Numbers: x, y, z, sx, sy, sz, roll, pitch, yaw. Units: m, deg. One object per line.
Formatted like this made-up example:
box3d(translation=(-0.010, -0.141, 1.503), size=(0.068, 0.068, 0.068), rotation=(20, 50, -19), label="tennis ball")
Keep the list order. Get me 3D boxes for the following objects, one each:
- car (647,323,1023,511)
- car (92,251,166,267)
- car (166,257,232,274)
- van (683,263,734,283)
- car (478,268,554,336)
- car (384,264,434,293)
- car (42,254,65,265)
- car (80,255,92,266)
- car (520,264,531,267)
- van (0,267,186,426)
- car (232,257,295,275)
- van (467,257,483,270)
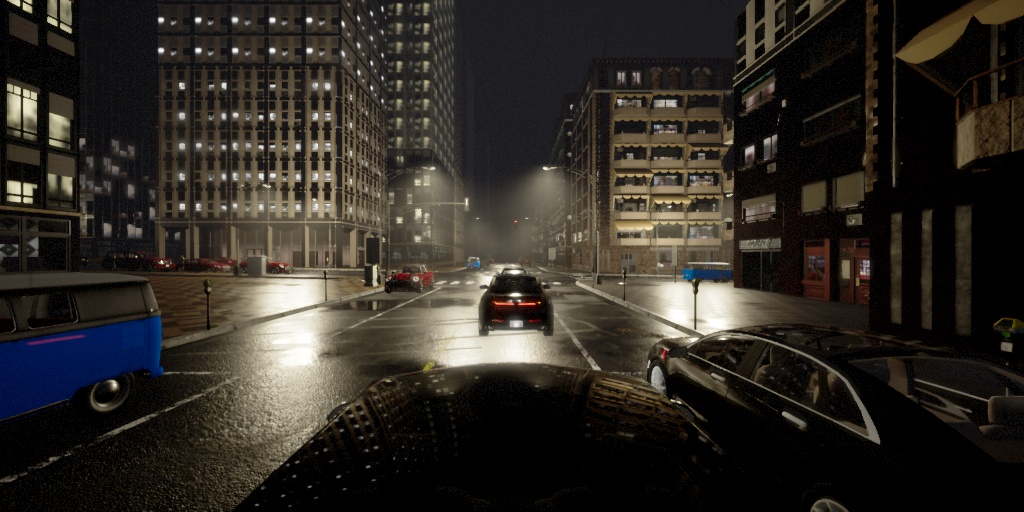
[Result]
box3d(translation=(2.692, 1.300, 3.280), size=(2.007, 1.370, 4.403), rotation=(0, 0, 0), label="car")
box3d(translation=(-32.292, 0.482, 30.971), size=(5.009, 1.841, 2.192), rotation=(0, 0, 0), label="car")
box3d(translation=(-26.718, 0.857, 30.983), size=(4.207, 1.307, 1.802), rotation=(0, 0, 0), label="car")
box3d(translation=(16.915, 1.457, 30.943), size=(3.998, 1.789, 1.690), rotation=(0, 0, 0), label="van")
box3d(translation=(0.102, 1.255, 10.364), size=(1.837, 1.490, 4.892), rotation=(0, 0, 0), label="car")
box3d(translation=(-5.688, 1.192, 20.227), size=(1.967, 1.591, 4.097), rotation=(0, 0, 0), label="car")
box3d(translation=(-49.102, 0.399, 39.315), size=(4.313, 1.339, 1.948), rotation=(0, 0, 0), label="car")
box3d(translation=(-43.696, 0.466, 39.327), size=(4.829, 1.417, 1.751), rotation=(0, 0, 0), label="car")
box3d(translation=(0.102, 1.316, 19.157), size=(1.994, 1.385, 4.181), rotation=(0, 0, 0), label="car")
box3d(translation=(-5.688, 1.091, 3.281), size=(1.690, 1.789, 3.998), rotation=(0, 0, 0), label="van")
box3d(translation=(-21.144, 0.822, 30.995), size=(4.097, 1.591, 1.967), rotation=(0, 0, 0), label="car")
box3d(translation=(-5.686, 1.105, 52.701), size=(1.690, 1.789, 3.998), rotation=(0, 0, 0), label="van")
